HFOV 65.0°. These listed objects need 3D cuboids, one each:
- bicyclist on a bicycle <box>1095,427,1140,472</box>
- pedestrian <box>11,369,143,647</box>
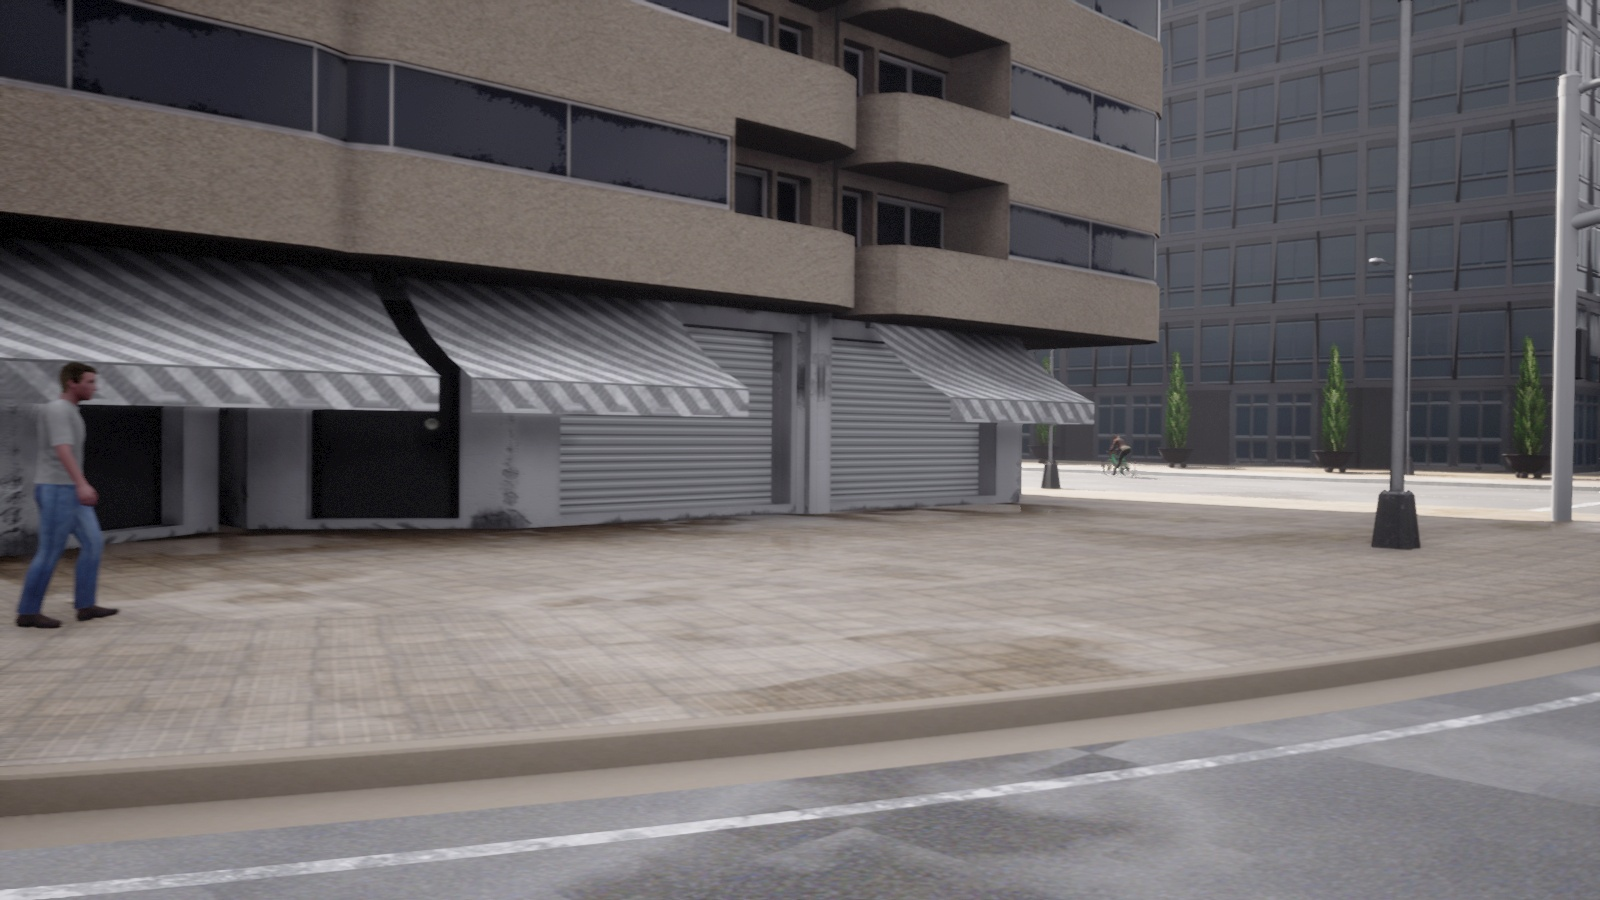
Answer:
[{"bbox_3d":[11.687,-0.024,46.241,0.582,1.620,1.656,-1,1,-31],"label":"bicyclist on a bicycle"},{"bbox_3d":[-4.932,0.378,8.593,0.706,1.836,0.354,-1,1,-21],"label":"pedestrian"}]
